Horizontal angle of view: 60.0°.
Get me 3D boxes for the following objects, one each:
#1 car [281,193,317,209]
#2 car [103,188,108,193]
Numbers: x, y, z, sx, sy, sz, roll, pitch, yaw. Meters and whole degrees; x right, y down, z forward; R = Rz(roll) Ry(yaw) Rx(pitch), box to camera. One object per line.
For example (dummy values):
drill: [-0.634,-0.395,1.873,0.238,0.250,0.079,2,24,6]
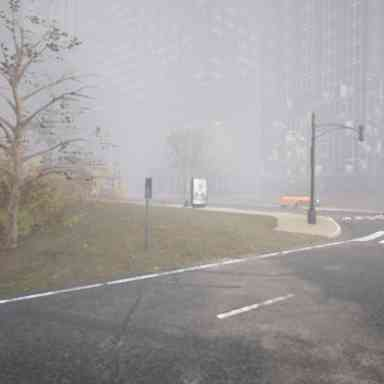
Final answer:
car: [11.979,0.847,37.181,4.553,1.767,2.097,-1,1,-39]
car: [-14.368,0.176,55.841,2.097,1.767,4.553,2,0,-42]
